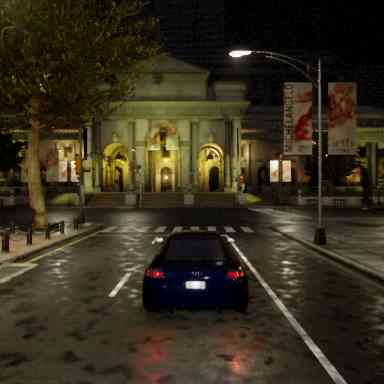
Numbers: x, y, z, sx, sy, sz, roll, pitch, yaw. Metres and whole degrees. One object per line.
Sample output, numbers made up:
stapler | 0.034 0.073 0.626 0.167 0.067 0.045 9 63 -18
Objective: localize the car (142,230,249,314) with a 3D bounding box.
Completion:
car | 0.076 1.564 7.717 1.994 1.385 4.181 0 0 0
